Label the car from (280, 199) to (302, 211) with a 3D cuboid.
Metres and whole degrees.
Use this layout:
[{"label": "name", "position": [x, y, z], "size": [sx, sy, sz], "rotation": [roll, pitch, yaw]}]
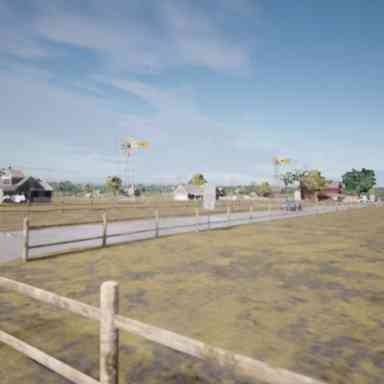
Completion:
[{"label": "car", "position": [14.730, 1.889, 49.432], "size": [2.097, 1.767, 4.553], "rotation": [2, 0, 36]}]
